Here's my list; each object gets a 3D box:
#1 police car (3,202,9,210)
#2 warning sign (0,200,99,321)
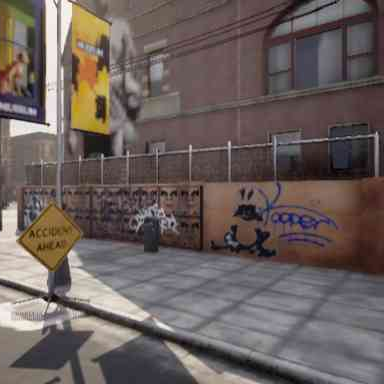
[{"bbox_3d":[-24.180,1.441,40.087,1.930,1.638,5.238,0,0,6],"label":"police car"},{"bbox_3d":[-2.563,1.099,6.066,1.060,1.860,1.300,0,0,36],"label":"warning sign"}]
